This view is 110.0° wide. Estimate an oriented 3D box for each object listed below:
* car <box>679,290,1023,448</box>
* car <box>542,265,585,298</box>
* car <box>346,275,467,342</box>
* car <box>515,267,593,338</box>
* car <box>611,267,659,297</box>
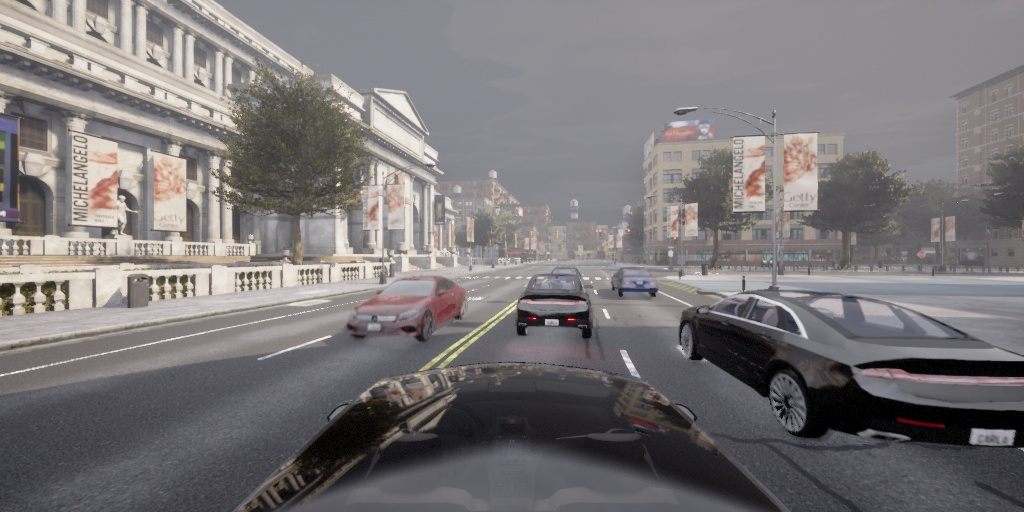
[{"bbox_3d":[4.108,1.242,5.300,2.128,1.511,4.902,0,0,6],"label":"car"},{"bbox_3d":[2.937,1.297,19.724,2.033,1.411,5.357,0,0,11],"label":"car"},{"bbox_3d":[-2.594,1.276,10.036,1.812,1.442,4.674,0,0,10],"label":"car"},{"bbox_3d":[1.265,1.242,10.248,2.128,1.511,4.902,0,0,9],"label":"car"},{"bbox_3d":[6.386,1.296,19.081,2.033,1.411,5.357,0,0,11],"label":"car"}]
